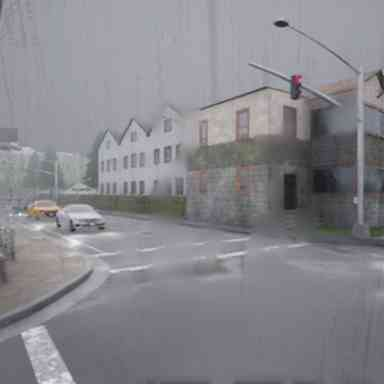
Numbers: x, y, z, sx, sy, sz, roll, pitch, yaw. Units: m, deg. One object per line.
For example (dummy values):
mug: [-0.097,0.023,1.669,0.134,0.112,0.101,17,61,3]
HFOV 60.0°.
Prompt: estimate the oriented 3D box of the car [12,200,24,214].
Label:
car: [-17.898,1.532,35.524,1.994,1.385,4.181,0,0,-35]

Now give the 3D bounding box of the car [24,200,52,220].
car: [-12.130,1.420,27.336,1.882,1.535,5.008,0,0,-35]

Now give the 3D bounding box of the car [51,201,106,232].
car: [-6.669,1.443,19.662,1.812,1.442,4.674,0,0,-35]
